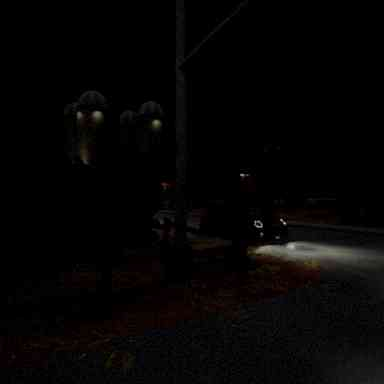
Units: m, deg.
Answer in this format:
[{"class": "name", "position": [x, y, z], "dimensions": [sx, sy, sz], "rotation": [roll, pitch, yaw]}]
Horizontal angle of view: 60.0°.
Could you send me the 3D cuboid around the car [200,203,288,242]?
[{"class": "car", "position": [2.368, 1.352, 15.967], "dimensions": [2.097, 1.767, 4.553], "rotation": [0, 0, -35]}]
